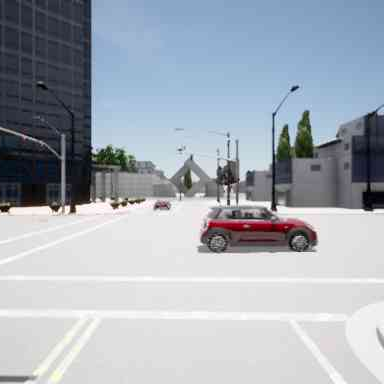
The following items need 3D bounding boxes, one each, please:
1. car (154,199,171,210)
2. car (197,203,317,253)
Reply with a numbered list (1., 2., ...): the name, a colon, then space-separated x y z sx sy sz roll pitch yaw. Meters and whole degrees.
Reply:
1. car: -3.729 1.554 42.390 1.895 1.301 4.718 0 0 0
2. car: 2.508 1.308 13.170 4.553 1.767 2.097 0 0 -2
